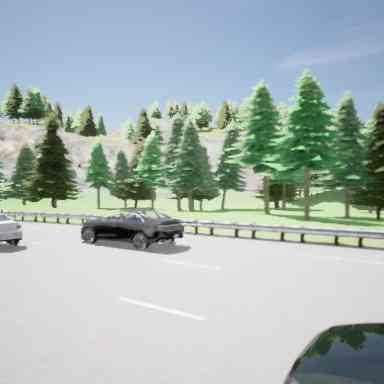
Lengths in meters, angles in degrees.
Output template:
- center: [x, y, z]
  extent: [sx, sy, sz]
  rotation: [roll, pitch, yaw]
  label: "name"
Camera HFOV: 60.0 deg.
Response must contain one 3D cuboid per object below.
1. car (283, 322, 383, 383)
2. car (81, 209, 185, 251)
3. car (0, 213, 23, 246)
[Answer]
- center: [2.660, 1.557, 2.025]
  extent: [4.181, 1.385, 1.994]
  rotation: [0, 0, 36]
  label: "car"
- center: [-2.632, 1.474, 14.026]
  extent: [4.902, 1.511, 2.128]
  rotation: [0, 0, 33]
  label: "car"
- center: [-8.958, 1.516, 13.835]
  extent: [4.674, 1.442, 1.812]
  rotation: [0, 0, 31]
  label: "car"
